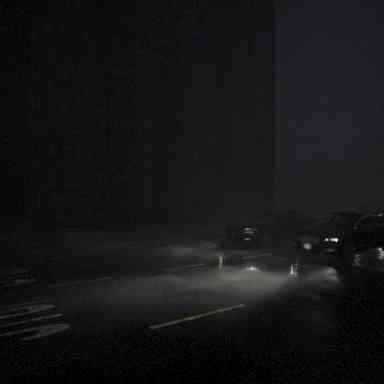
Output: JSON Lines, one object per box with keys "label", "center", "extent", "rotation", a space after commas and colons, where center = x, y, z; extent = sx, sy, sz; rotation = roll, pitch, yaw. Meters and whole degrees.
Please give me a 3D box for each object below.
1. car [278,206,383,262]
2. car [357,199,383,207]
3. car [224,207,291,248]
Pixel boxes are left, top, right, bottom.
{"label": "car", "center": [5.705, 1.491, 12.205], "extent": [4.902, 1.511, 2.128], "rotation": [0, 0, -36]}
{"label": "car", "center": [13.166, 1.525, 24.553], "extent": [1.812, 1.442, 4.674], "rotation": [0, 0, 29]}
{"label": "car", "center": [3.667, 1.477, 15.017], "extent": [5.008, 1.535, 1.882], "rotation": [0, 0, -37]}
